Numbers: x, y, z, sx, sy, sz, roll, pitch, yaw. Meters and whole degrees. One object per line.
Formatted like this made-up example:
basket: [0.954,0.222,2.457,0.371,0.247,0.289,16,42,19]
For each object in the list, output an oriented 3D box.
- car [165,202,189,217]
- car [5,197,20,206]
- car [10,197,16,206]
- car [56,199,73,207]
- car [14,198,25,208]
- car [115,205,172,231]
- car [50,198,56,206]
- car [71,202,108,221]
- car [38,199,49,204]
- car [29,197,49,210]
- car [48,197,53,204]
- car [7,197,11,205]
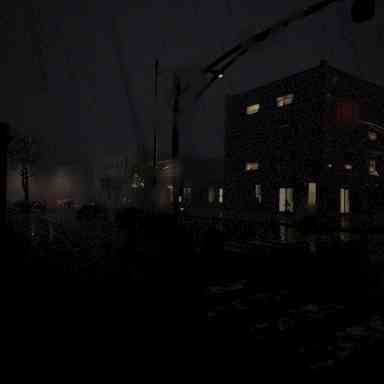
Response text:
car: [-2.088,1.762,34.149,1.967,1.590,4.097,1,-1,-35]
car: [-38.492,1.932,71.139,2.192,1.841,5.009,1,-1,-35]
car: [-32.129,2.082,62.084,1.947,1.339,4.313,1,-1,-35]
car: [-25.273,2.115,66.901,1.967,1.590,4.097,1,-1,-35]
car: [-29.129,2.013,57.804,1.887,1.381,4.507,1,-1,-35]
car: [-3.346,1.616,20.917,1.887,1.381,4.507,1,-1,-35]
car: [-28.454,2.307,71.426,1.802,1.307,4.206,1,-1,-35]
car: [-8.524,1.730,28.280,1.802,1.307,4.206,1,-1,-35]
car: [-38.098,2.404,85.145,1.752,1.417,4.829,1,-1,-35]
car: [-22.710,1.892,48.582,1.752,1.417,4.829,1,-1,-35]
car: [-34.818,2.141,80.482,2.192,1.841,5.009,1,-1,-35]
car: [-35.311,2.132,66.610,1.947,1.339,4.313,1,-1,-35]
